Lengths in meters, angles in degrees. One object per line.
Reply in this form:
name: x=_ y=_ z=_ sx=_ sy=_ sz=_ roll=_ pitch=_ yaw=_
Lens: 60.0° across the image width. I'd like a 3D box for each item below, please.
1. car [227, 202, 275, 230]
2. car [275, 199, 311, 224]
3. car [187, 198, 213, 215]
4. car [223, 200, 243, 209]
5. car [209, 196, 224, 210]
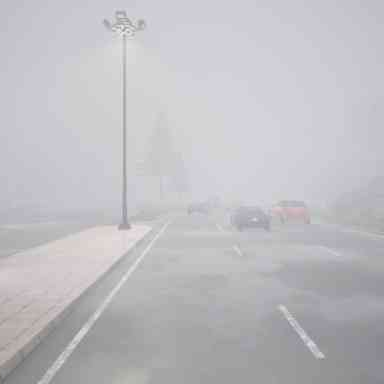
car: x=3.616 y=1.564 z=21.051 sx=1.994 sy=1.385 sz=4.181 roll=0 pitch=0 yaw=0
car: x=7.162 y=1.352 z=24.835 sx=2.097 sy=1.767 sz=4.553 roll=0 pitch=0 yaw=1
car: x=0.765 y=1.601 z=33.771 sx=1.895 sy=1.301 sz=4.718 roll=0 pitch=0 yaw=8
car: x=5.066 y=1.601 z=37.753 sx=1.895 sy=1.301 sz=4.718 roll=0 pitch=0 yaw=13
car: x=3.125 y=1.352 z=43.802 sx=2.097 sy=1.767 sz=4.553 roll=0 pitch=0 yaw=15
